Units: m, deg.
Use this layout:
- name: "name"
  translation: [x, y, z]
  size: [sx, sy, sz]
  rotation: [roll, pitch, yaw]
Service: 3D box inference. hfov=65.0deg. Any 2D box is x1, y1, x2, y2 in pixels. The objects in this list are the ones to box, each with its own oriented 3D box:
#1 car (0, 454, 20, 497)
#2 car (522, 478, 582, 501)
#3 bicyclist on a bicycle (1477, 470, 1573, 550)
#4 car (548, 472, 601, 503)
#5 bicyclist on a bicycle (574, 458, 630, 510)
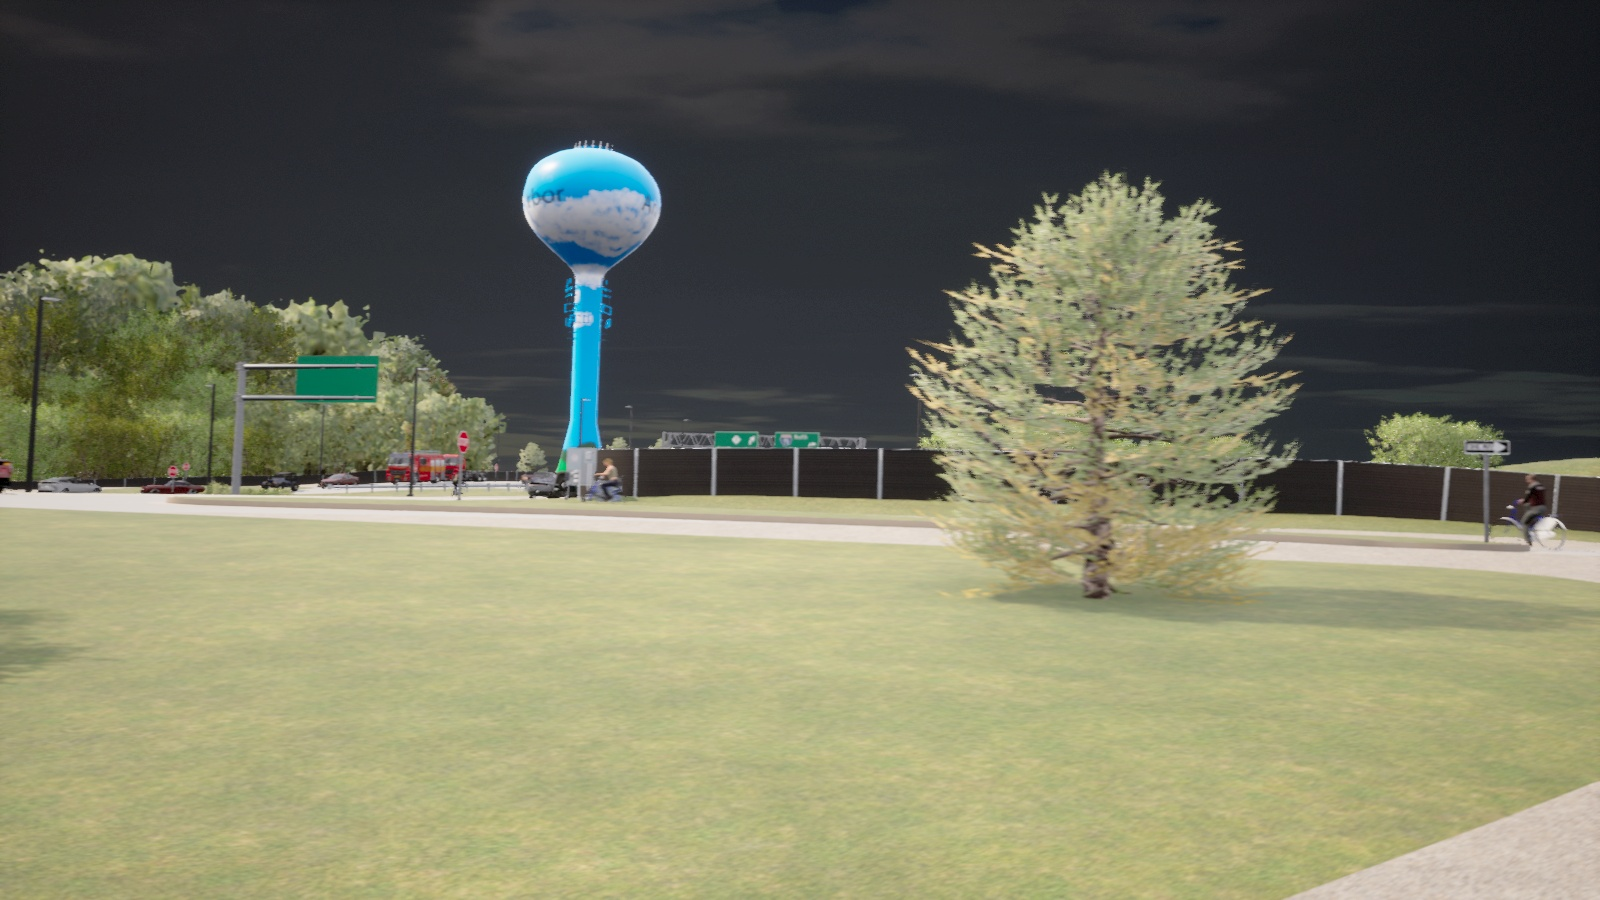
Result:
- name: "car"
  translation: [-31.095, 0.898, 45.641]
  size: [4.514, 1.525, 2.007]
  rotation: [0, -2, 13]
- name: "car"
  translation: [-16.710, 2.687, 84.844]
  size: [2.128, 1.511, 4.902]
  rotation: [1, -2, 13]
- name: "bicyclist on a bicycle"
  translation: [16.975, 1.382, 29.453]
  size: [0.659, 1.776, 1.843]
  rotation: [-2, 0, -26]
- name: "car"
  translation: [-14.299, 2.375, 79.678]
  size: [1.905, 1.878, 3.866]
  rotation: [1, -2, 13]
- name: "bicyclist on a bicycle"
  translation: [-6.312, 1.096, 40.058]
  size: [1.509, 1.612, 0.866]
  rotation: [1, -3, 13]
